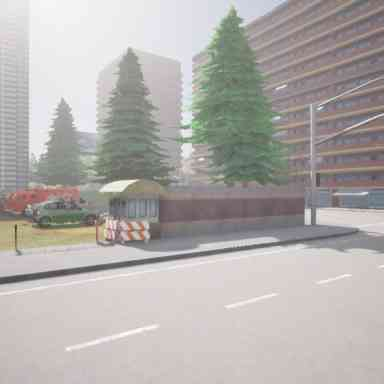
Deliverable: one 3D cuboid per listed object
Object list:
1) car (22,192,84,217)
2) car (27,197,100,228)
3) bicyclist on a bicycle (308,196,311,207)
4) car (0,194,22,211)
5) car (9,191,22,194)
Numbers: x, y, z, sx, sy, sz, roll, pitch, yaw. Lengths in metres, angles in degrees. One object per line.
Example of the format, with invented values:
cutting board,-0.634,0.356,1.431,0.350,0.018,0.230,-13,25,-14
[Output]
car,-9.978,1.172,25.162,4.605,1.855,1.932,0,0,-35
car,-7.965,1.341,21.106,3.988,1.617,1.851,0,0,-35
bicyclist on a bicycle,16.709,1.356,46.520,1.656,1.620,0.582,0,0,-35
car,-24.986,1.394,43.773,4.193,1.474,1.816,0,0,-35
car,-26.258,1.204,46.298,3.866,1.878,1.905,0,0,-35
